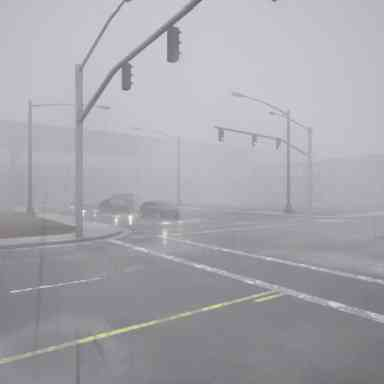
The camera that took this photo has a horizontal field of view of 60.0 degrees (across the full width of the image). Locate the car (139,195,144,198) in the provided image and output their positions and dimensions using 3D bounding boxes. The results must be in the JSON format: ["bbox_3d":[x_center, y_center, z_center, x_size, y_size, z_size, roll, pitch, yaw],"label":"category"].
[{"bbox_3d":[-12.683,1.221,68.211,2.150,2.045,5.566,0,0,24],"label":"car"}]

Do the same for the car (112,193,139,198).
[{"bbox_3d":[-9.553,1.221,43.750,2.150,2.045,5.566,0,0,-35],"label":"car"}]

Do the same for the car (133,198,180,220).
[{"bbox_3d":[-2.878,1.505,28.436,1.837,1.490,4.892,0,0,-36],"label":"car"}]

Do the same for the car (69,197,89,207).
[{"bbox_3d":[-18.304,1.547,54.173,2.033,1.411,5.357,0,0,-8],"label":"car"}]

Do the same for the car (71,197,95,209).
[{"bbox_3d":[-14.259,1.526,44.295,1.812,1.442,4.674,0,0,-32],"label":"car"}]

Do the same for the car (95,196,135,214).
[{"bbox_3d":[-8.458,1.478,36.008,1.882,1.535,5.008,0,0,-36],"label":"car"}]
